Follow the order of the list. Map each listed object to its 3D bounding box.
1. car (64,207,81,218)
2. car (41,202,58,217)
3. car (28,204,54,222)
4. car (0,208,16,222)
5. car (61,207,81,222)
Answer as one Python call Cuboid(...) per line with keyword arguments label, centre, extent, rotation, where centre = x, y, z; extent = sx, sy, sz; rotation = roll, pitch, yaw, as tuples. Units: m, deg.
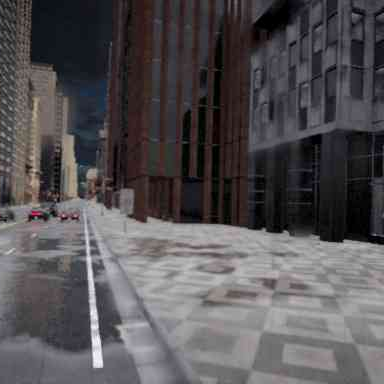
Cuboid(label="car", centre=(-16.996, 2.885, 47.501), extent=(2.033, 1.411, 5.357), rotation=(2, -2, -18))
Cuboid(label="car", centre=(-20.077, 2.447, 46.509), extent=(2.150, 2.045, 5.566), rotation=(2, -2, -18))
Cuboid(label="car", centre=(-16.868, 2.454, 36.800), extent=(1.837, 1.490, 4.892), rotation=(2, -2, -17))
Cuboid(label="car", centre=(-19.611, 2.341, 34.388), extent=(2.033, 1.411, 5.357), rotation=(2, -2, -18))
Cuboid(label="car", centre=(-13.793, 2.664, 37.835), extent=(1.895, 1.301, 4.718), rotation=(2, -2, -17))
